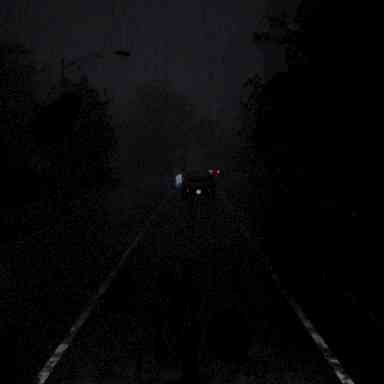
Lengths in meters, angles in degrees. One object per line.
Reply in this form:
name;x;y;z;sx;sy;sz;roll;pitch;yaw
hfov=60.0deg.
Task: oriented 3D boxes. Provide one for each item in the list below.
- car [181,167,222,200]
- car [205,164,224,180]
car;0.415;-0.479;19.323;2.128;1.511;4.902;0;6;2
car;2.241;-2.114;35.217;2.097;1.767;4.553;0;5;10
